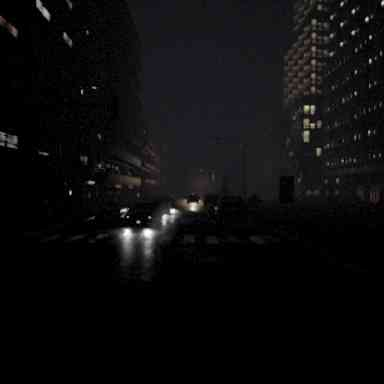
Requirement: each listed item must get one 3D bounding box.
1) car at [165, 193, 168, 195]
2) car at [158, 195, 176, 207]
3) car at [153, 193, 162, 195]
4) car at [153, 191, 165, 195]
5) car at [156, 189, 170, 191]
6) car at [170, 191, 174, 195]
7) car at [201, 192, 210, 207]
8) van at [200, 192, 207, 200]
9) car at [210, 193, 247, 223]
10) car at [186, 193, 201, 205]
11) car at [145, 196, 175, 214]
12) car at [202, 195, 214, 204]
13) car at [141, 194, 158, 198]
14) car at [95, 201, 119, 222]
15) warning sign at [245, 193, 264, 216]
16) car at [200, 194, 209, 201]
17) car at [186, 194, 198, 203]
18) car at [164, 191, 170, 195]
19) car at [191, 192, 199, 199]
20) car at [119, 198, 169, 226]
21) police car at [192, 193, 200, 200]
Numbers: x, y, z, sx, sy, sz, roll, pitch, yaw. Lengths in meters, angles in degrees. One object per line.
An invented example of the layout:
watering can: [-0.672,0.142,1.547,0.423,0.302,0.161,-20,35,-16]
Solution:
car: [-5.667,1.247,57.129,1.802,1.307,4.206,0,0,0]
car: [-3.056,1.347,42.351,1.895,1.301,4.718,1,0,0]
car: [-5.670,1.253,46.074,1.887,1.381,4.507,0,0,0]
car: [-5.668,1.127,51.602,1.967,1.590,4.097,0,0,0]
car: [-8.691,0.176,94.696,5.566,2.045,2.150,-24,19,-40]
car: [-5.660,1.130,73.538,1.752,1.417,4.829,0,0,0]
car: [2.711,1.097,46.071,2.192,1.841,5.009,0,0,0]
van: [2.722,1.000,79.231,1.690,1.788,3.998,0,0,0]
car: [2.703,1.192,23.966,2.192,1.841,5.009,0,0,0]
car: [0.129,1.237,53.055,1.837,1.490,4.892,1,0,0]
car: [-3.076,1.352,32.339,1.994,1.385,4.181,1,0,0]
car: [2.713,1.284,57.126,1.887,1.381,4.507,0,0,0]
car: [-5.672,1.281,40.549,2.008,1.369,4.403,0,0,0]
car: [-5.677,1.354,23.969,2.008,1.369,4.403,0,0,0]
warning sign: [5.093,0.999,27.220,1.300,1.860,1.060,1,1,0]
car: [2.720,1.202,73.876,1.752,1.417,4.829,0,0,0]
car: [0.029,1.184,63.212,2.128,1.511,4.902,1,0,0]
car: [-5.664,1.084,62.655,1.967,1.590,4.097,0,0,0]
car: [0.803,0.954,92.243,2.097,1.767,4.553,1,0,3]
car: [-3.053,1.382,22.369,2.033,1.411,5.357,1,0,3]
police car: [0.938,1.059,82.340,1.930,1.638,5.238,1,0,0]
